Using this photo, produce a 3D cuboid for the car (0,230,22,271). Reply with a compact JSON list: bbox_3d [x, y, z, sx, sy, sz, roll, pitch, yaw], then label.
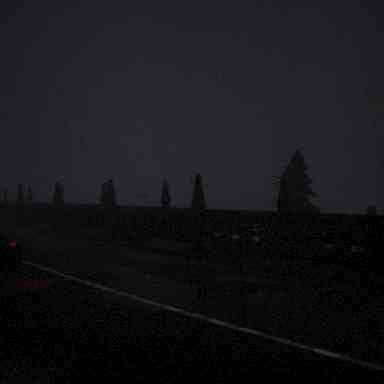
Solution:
[{"bbox_3d":[-6.788,1.569,9.924,4.181,1.385,1.994,0,0,42],"label":"car"}]
